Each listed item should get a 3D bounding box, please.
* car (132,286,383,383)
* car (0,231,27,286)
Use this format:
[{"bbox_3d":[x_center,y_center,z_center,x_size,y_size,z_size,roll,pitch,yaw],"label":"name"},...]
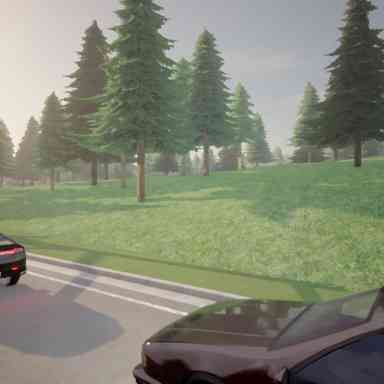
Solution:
[{"bbox_3d":[2.011,1.547,2.558,5.357,1.411,2.033,0,0,35],"label":"car"},{"bbox_3d":[-5.979,1.490,8.148,4.902,1.511,2.128,0,0,36],"label":"car"}]
